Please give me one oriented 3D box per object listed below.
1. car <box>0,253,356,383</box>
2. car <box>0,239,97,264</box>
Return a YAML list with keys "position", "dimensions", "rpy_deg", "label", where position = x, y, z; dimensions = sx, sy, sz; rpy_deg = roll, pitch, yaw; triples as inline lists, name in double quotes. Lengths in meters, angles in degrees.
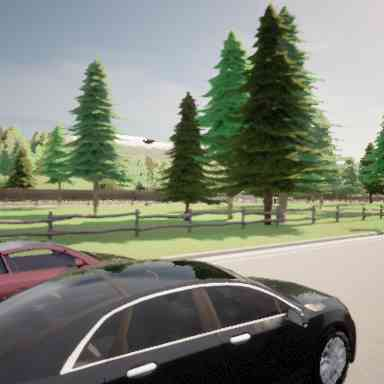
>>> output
- position: [-0.109, 1.530, 3.669]
  dimensions: [4.892, 1.490, 1.837]
  rpy_deg: [0, 0, -36]
  label: "car"
- position: [-2.755, 1.578, 6.080]
  dimensions: [4.181, 1.385, 1.994]
  rpy_deg: [1, 0, -36]
  label: "car"
